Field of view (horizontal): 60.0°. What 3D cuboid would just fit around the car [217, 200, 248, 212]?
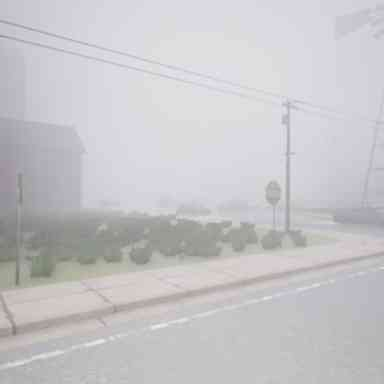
[{"bbox_3d":[5.062,1.721,41.215,4.193,1.474,1.816,1,0,-36],"label":"car"}]

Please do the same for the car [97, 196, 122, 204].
[{"bbox_3d":[-17.660,1.690,71.289,4.611,1.667,2.242,1,0,-36],"label":"car"}]

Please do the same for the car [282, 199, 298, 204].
[{"bbox_3d":[14.738,1.835,49.777,3.905,1.438,1.784,1,0,-36],"label":"car"}]

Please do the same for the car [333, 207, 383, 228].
[{"bbox_3d":[12.363,1.747,23.882,1.994,1.385,4.181,1,0,-36],"label":"car"}]

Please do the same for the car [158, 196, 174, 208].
[{"bbox_3d":[-3.360,1.524,51.759,3.866,1.878,1.905,1,0,-36],"label":"car"}]

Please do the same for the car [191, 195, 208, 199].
[{"bbox_3d":[1.315,1.622,67.810,4.605,1.855,1.932,1,0,-36],"label":"car"}]

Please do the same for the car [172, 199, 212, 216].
[{"bbox_3d":[0.176,1.717,34.092,1.994,1.385,4.181,1,0,-37],"label":"car"}]

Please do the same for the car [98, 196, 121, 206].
[{"bbox_3d":[-12.850,1.678,51.816,1.812,1.442,4.674,1,-1,-36],"label":"car"}]
